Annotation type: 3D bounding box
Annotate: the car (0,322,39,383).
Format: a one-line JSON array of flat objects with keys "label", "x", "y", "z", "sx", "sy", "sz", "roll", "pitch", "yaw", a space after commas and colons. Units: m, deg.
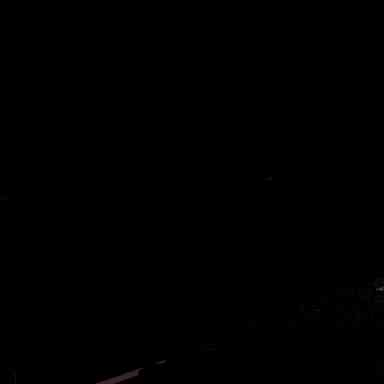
[{"label": "car", "x": -2.833, "y": 1.343, "z": 1.059, "sx": 4.553, "sy": 1.767, "sz": 2.097, "roll": 0, "pitch": 0, "yaw": -35}]
